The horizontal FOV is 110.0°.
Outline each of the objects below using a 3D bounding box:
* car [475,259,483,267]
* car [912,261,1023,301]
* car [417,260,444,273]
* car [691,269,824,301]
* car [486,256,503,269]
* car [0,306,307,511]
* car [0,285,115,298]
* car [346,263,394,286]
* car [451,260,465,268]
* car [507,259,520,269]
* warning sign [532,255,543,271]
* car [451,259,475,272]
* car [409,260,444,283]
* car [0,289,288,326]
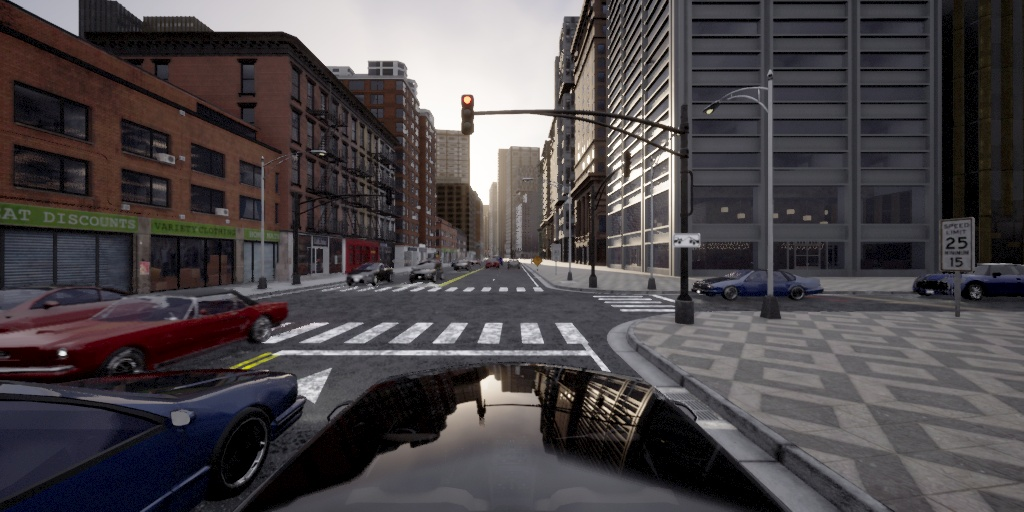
[{"bbox_3d":[-6.290,1.114,63.670,1.895,1.301,4.718,0,0,0],"label":"car"},{"bbox_3d":[22.018,1.124,16.940,4.553,1.767,2.097,0,0,0],"label":"car"},{"bbox_3d":[-9.706,1.223,43.292,2.128,1.511,4.902,0,0,0],"label":"car"},{"bbox_3d":[11.523,1.311,17.017,5.357,1.411,2.033,0,0,1],"label":"car"},{"bbox_3d":[-2.963,1.073,56.677,2.097,1.767,4.553,0,0,0],"label":"car"},{"bbox_3d":[-3.150,1.297,1.392,2.033,1.411,5.357,0,0,0],"label":"car"},{"bbox_3d":[-9.830,1.314,7.391,1.994,1.385,4.181,0,0,0],"label":"car"},{"bbox_3d":[-9.771,1.238,25.024,2.128,1.511,4.902,0,0,0],"label":"car"},{"bbox_3d":[-9.539,1.321,63.681,1.895,1.301,4.718,0,0,0],"label":"car"},{"bbox_3d":[0.289,1.208,57.524,2.128,1.511,4.902,0,0,0],"label":"car"},{"bbox_3d":[2.988,0.848,42.157,1.300,1.860,1.060,0,0,0],"label":"warning sign"},{"bbox_3d":[-6.440,1.232,47.041,1.837,1.490,4.892,0,0,0],"label":"car"},{"bbox_3d":[-6.512,1.250,27.740,1.837,1.490,4.892,0,0,0],"label":"car"},{"bbox_3d":[-6.582,1.351,6.823,1.895,1.301,4.718,0,0,0],"label":"car"}]
